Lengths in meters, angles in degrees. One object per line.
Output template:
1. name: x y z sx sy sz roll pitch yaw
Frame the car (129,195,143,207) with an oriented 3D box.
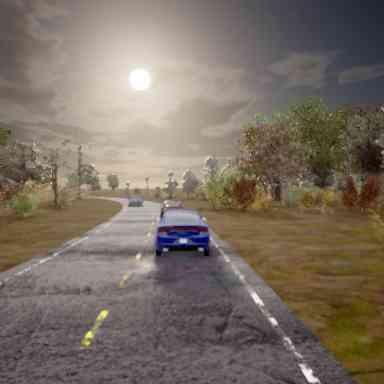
1. car: -8.530 1.268 50.625 2.097 1.767 4.553 0 0 -11

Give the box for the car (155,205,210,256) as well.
1. car: -0.419 1.456 13.155 1.882 1.535 5.008 0 -1 -3

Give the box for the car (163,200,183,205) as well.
1. car: -1.683 1.445 27.639 2.128 1.511 4.902 0 0 -6
